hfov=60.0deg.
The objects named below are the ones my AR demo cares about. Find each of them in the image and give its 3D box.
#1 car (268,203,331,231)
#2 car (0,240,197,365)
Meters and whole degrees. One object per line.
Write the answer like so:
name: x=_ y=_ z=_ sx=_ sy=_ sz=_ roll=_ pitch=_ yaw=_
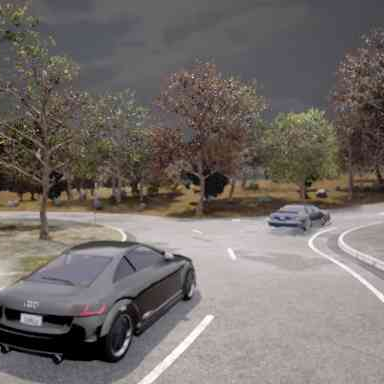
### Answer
car: x=6.366 y=1.372 z=19.372 sx=2.033 sy=1.411 sz=5.357 roll=-1 pitch=1 yaw=40
car: x=-1.364 y=1.569 z=6.065 sx=1.994 sy=1.385 sz=4.181 roll=0 pitch=0 yaw=19
